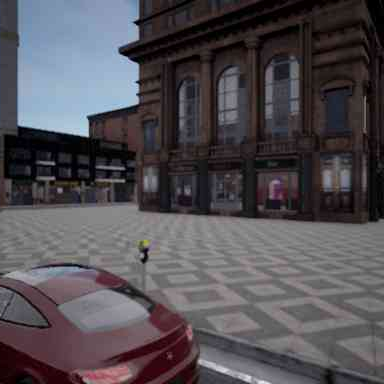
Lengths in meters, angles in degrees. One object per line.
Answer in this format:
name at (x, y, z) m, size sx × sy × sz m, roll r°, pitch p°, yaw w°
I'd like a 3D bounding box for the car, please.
car at (-1.865, 1.573, 4.159) m, size 4.206 × 1.307 × 1.802 m, roll 0°, pitch 0°, yaw 35°
